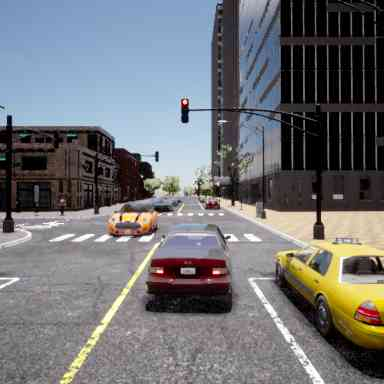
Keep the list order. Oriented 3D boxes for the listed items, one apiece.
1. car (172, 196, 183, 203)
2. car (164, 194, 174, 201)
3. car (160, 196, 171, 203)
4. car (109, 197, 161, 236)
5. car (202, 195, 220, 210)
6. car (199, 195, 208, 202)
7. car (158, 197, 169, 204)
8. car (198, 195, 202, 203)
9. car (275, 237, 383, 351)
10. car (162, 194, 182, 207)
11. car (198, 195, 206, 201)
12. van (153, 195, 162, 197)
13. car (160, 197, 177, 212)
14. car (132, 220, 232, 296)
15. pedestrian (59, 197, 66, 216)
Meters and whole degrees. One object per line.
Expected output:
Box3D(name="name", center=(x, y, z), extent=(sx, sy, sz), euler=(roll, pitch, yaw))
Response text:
Box3D(name="car", center=(-3.018, 1.573, 69.212), extent=(2.033, 1.411, 5.357), euler=(0, 0, 0))
Box3D(name="car", center=(-5.697, 1.346, 82.915), extent=(2.192, 1.841, 5.009), euler=(1, 0, 0))
Box3D(name="car", center=(-5.698, 1.593, 71.847), extent=(1.947, 1.339, 4.313), euler=(1, 0, 0))
Box3D(name="car", center=(-3.107, 1.357, 18.332), extent=(2.097, 1.767, 4.553), euler=(0, 0, 0))
Box3D(name="car", center=(2.691, 1.455, 44.162), extent=(1.967, 1.590, 4.097), euler=(1, 0, 0))
Box3D(name="car", center=(2.682, 1.554, 77.541), extent=(1.752, 1.417, 4.829), euler=(1, 0, 0))
Box3D(name="car", center=(-5.697, 1.606, 66.312), extent=(1.802, 1.307, 4.206), euler=(1, 0, 0))
Box3D(name="car", center=(2.683, 1.552, 72.007), extent=(1.752, 1.417, 4.829), euler=(1, 0, 0))
Box3D(name="car", center=(2.837, 1.527, 6.384), extent=(1.752, 1.417, 4.829), euler=(1, 0, 0))
Box3D(name="car", center=(-3.107, 1.510, 51.867), extent=(2.128, 1.511, 4.902), euler=(0, 0, 0))
Box3D(name="car", center=(2.679, 1.578, 88.441), extent=(1.887, 1.381, 4.507), euler=(1, 0, 0))
Box3D(name="van", center=(-5.690, 1.361, 55.244), extent=(1.690, 1.788, 3.998), euler=(1, 0, 0))
Box3D(name="car", center=(-3.203, 1.614, 38.452), extent=(1.895, 1.301, 4.718), euler=(0, 0, 3))
Box3D(name="car", center=(0.073, 1.550, 8.835), extent=(2.033, 1.411, 5.357), euler=(0, 0, 3))
Box3D(name="pedestrian", center=(-12.553, 1.368, 32.153), extent=(0.375, 1.860, 0.375), euler=(0, 0, 1))
